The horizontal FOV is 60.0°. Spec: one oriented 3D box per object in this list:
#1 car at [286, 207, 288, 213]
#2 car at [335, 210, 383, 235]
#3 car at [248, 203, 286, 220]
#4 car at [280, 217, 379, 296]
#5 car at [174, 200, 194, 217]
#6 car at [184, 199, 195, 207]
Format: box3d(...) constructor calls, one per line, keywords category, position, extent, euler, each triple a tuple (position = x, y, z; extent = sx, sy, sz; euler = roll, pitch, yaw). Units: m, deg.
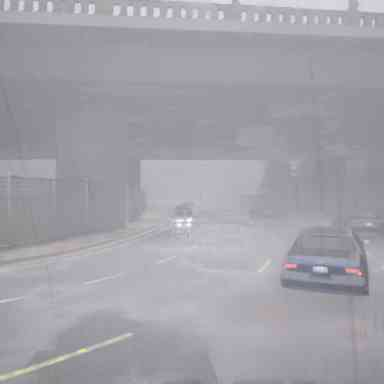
box3d(category="car", position=(9.631, 2.001, 39.558), extent=(2.033, 1.411, 5.357), euler=(-1, -1, -6))
box3d(category="car", position=(9.893, 1.741, 20.012), extent=(1.994, 1.385, 4.181), euler=(-1, -1, 8))
box3d(category="car", position=(6.869, 1.926, 31.972), extent=(2.033, 1.411, 5.357), euler=(-1, -1, -5))
box3d(category="car", position=(3.686, 1.639, 9.001), extent=(2.033, 1.411, 5.357), euler=(-1, -1, 26))
box3d(category="car", position=(-1.035, 2.058, 38.882), extent=(2.128, 1.511, 4.902), euler=(-1, -1, -6))
box3d(category="car", position=(-0.567, 2.200, 67.238), extent=(1.812, 1.442, 4.674), euler=(-1, -1, -6))
